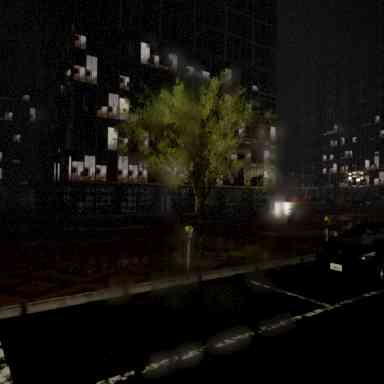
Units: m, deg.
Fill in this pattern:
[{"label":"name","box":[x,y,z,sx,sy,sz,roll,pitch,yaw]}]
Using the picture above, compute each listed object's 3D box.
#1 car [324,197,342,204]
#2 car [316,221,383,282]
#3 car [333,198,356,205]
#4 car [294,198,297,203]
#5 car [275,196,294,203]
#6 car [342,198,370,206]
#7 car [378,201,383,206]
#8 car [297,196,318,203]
[{"label":"car","box":[27.688,1.689,64.534,1.967,1.590,4.097,1,-1,-20]},{"label":"car","box":[5.544,1.574,9.810,4.313,1.339,1.947,0,1,-34]},{"label":"car","box":[33.151,1.985,72.514,2.008,1.369,4.403,1,-1,-20]},{"label":"car","box":[27.369,2.123,88.270,1.802,1.307,4.206,1,-1,-20]},{"label":"car","box":[21.910,1.795,80.283,1.967,1.590,4.097,1,-1,-20]},{"label":"car","box":[29.613,1.764,59.282,2.008,1.369,4.403,1,-1,-20]},{"label":"car","box":[36.946,1.890,62.170,1.752,1.417,4.829,1,-1,-20]},{"label":"car","box":[29.300,1.821,83.021,2.192,1.841,5.009,1,-1,-20]}]
